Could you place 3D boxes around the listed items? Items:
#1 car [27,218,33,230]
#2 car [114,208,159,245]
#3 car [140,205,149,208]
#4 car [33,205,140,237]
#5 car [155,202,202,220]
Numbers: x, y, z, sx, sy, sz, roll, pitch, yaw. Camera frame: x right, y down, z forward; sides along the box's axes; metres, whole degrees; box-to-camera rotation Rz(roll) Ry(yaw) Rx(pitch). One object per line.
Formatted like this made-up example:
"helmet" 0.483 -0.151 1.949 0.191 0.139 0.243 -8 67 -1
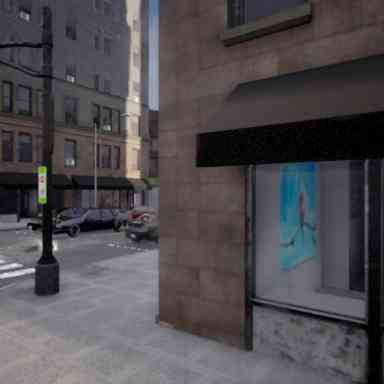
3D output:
"car" -7.737 1.611 20.295 1.947 1.339 4.313 0 0 35
"car" -1.196 1.600 15.646 2.008 1.369 4.403 0 0 35
"car" -4.445 1.631 24.927 1.802 1.307 4.206 0 0 35
"car" -5.712 1.594 18.764 2.033 1.411 5.357 0 0 35
"car" -1.153 1.618 29.559 1.947 1.339 4.313 0 0 35
